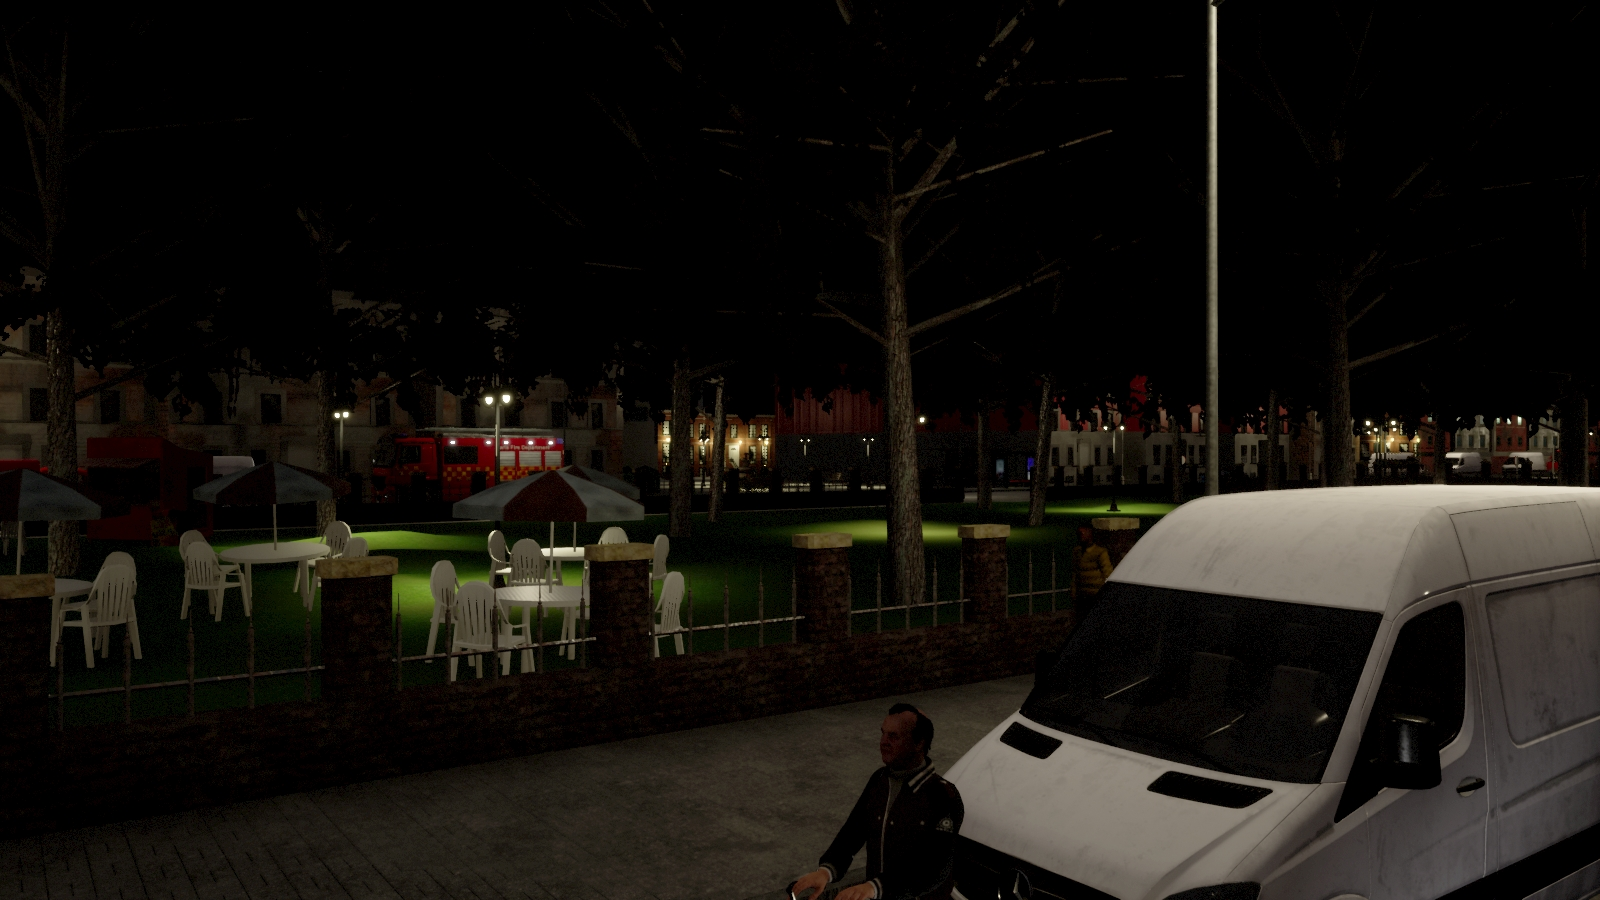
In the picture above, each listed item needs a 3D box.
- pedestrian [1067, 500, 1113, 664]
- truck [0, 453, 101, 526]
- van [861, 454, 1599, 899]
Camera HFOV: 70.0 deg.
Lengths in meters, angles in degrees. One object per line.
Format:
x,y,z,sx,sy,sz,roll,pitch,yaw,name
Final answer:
3.396,1.525,13.383,0.375,1.860,0.375,0,0,-35,pedestrian
-27.745,1.348,40.240,5.204,2.467,2.627,0,0,-35,truck
3.302,1.314,6.746,5.915,2.561,1.988,0,0,-35,van
